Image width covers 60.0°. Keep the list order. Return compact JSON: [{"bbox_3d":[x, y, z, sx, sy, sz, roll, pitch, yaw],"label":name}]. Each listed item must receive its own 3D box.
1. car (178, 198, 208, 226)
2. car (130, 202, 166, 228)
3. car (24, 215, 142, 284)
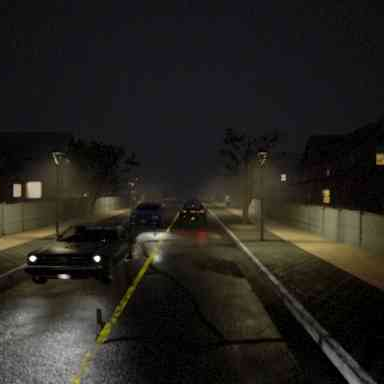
[{"bbox_3d":[0.071,1.428,23.033,2.128,1.511,4.902,0,0,0],"label":"car"},{"bbox_3d":[-2.787,1.415,21.708,1.882,1.535,5.008,0,0,1],"label":"car"},{"bbox_3d":[-2.842,1.566,9.597,1.895,1.301,4.718,0,0,0],"label":"car"}]
